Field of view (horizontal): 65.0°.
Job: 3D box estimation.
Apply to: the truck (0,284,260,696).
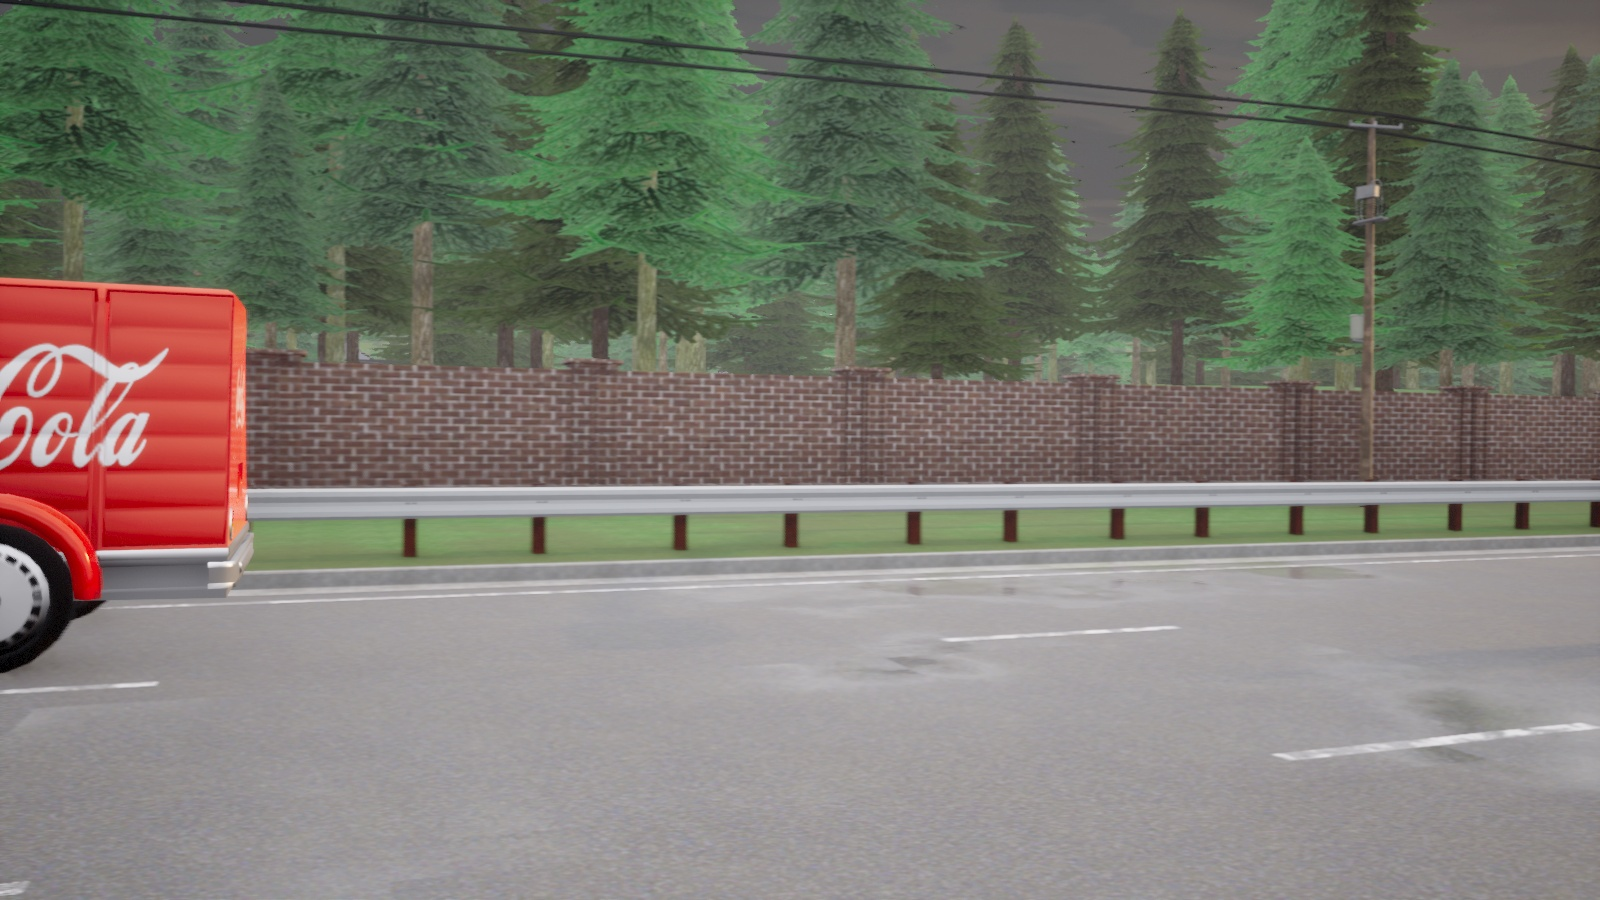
[{"bbox_3d":[-6.468,0.247,8.265,5.204,2.467,2.627,-1,1,-21],"label":"truck"}]
